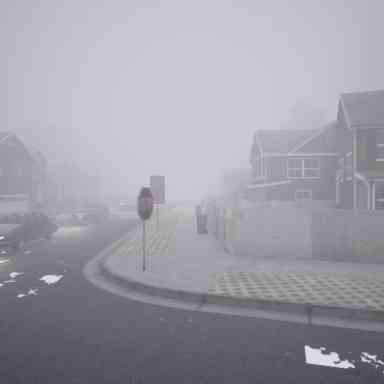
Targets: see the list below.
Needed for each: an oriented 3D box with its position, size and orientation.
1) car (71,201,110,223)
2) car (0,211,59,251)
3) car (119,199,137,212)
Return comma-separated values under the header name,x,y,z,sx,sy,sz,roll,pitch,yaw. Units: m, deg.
name,x,y,z,sx,sy,sz,roll,pitch,yaw
car,-7.684,1.498,25.507,2.128,1.511,4.902,-1,0,1
car,-7.614,1.568,14.564,2.033,1.411,5.357,-1,0,-1
car,-7.247,1.515,39.266,1.812,1.442,4.674,-1,0,3
